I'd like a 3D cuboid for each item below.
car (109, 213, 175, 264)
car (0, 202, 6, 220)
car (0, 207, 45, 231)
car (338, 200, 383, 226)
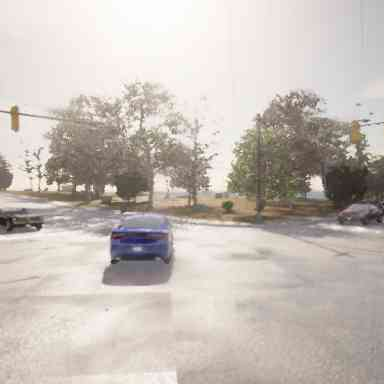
[{"bbox_3d":[-1.679,1.498,12.041,1.882,1.535,5.008,1,0,-3],"label":"car"},{"bbox_3d":[-17.045,1.467,27.511,1.895,1.301,4.718,0,1,-42],"label":"car"},{"bbox_3d":[-10.912,1.614,20.800,1.895,1.301,4.718,0,1,-43],"label":"car"},{"bbox_3d":[12.222,1.528,23.970,4.674,1.442,1.812,0,0,-44],"label":"car"}]
